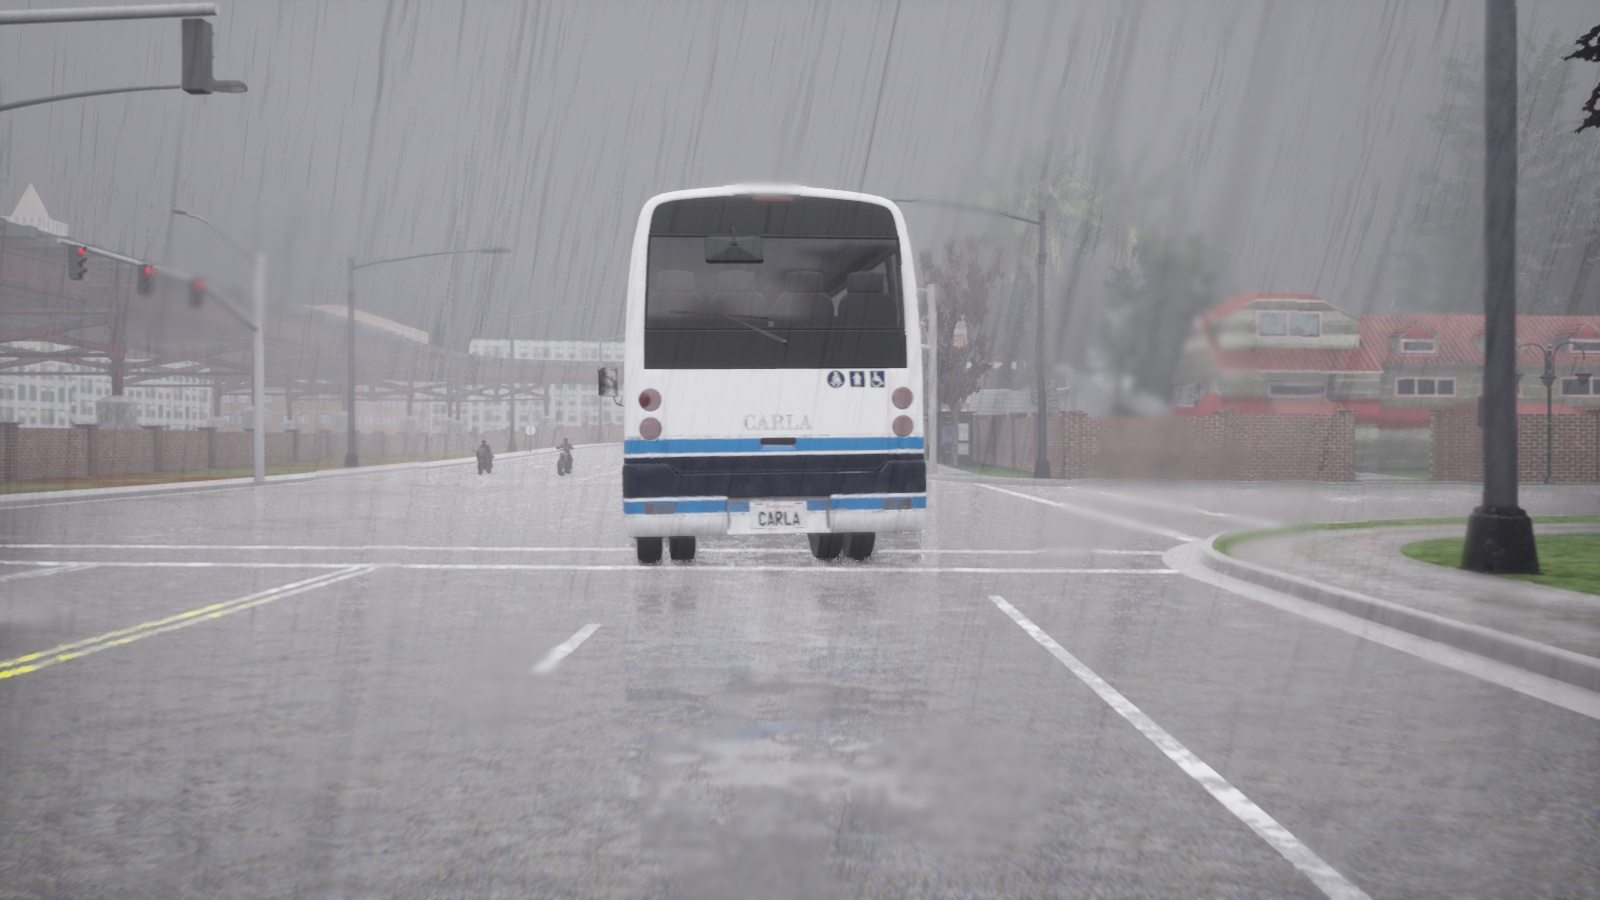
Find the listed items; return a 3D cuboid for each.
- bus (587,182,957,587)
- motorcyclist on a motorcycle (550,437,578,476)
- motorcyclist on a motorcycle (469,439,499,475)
[{"bbox_3d":[-0.936,-0.735,18.529,3.944,4.253,10.273,-1,0,-8],"label":"bus"},{"bbox_3d":[-10.199,0.262,54.400,0.766,1.649,2.350,0,1,0],"label":"motorcyclist on a motorcycle"},{"bbox_3d":[-13.698,0.292,54.483,0.797,1.523,2.044,0,1,0],"label":"motorcyclist on a motorcycle"}]
